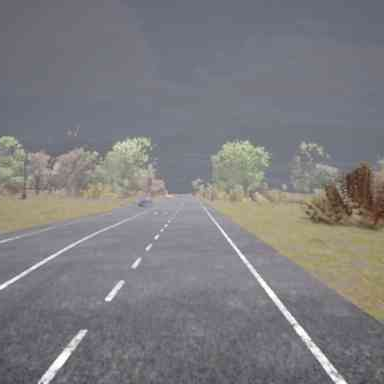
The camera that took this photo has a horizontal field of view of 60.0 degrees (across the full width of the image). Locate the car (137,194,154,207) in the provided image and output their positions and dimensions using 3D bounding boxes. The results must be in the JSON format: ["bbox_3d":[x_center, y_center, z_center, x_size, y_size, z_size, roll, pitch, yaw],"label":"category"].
[{"bbox_3d":[-7.303,1.191,51.816,2.097,1.767,4.553,-14,0,0],"label":"car"}]
